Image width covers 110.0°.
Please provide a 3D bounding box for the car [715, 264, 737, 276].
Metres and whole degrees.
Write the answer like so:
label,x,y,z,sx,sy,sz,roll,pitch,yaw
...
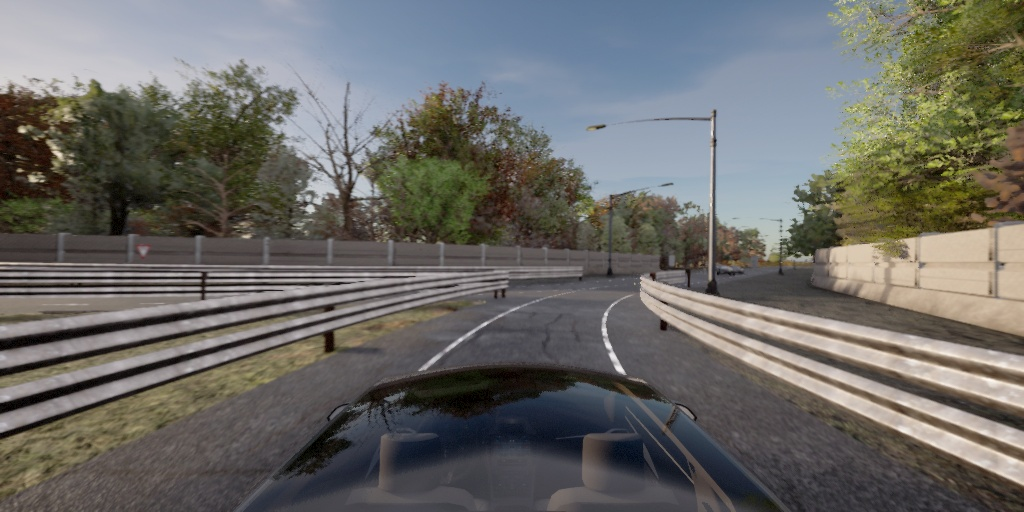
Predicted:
label,x,y,z,sx,sy,sz,roll,pitch,yaw
car,32.609,2.276,54.820,1.812,1.442,4.674,-1,-2,40
